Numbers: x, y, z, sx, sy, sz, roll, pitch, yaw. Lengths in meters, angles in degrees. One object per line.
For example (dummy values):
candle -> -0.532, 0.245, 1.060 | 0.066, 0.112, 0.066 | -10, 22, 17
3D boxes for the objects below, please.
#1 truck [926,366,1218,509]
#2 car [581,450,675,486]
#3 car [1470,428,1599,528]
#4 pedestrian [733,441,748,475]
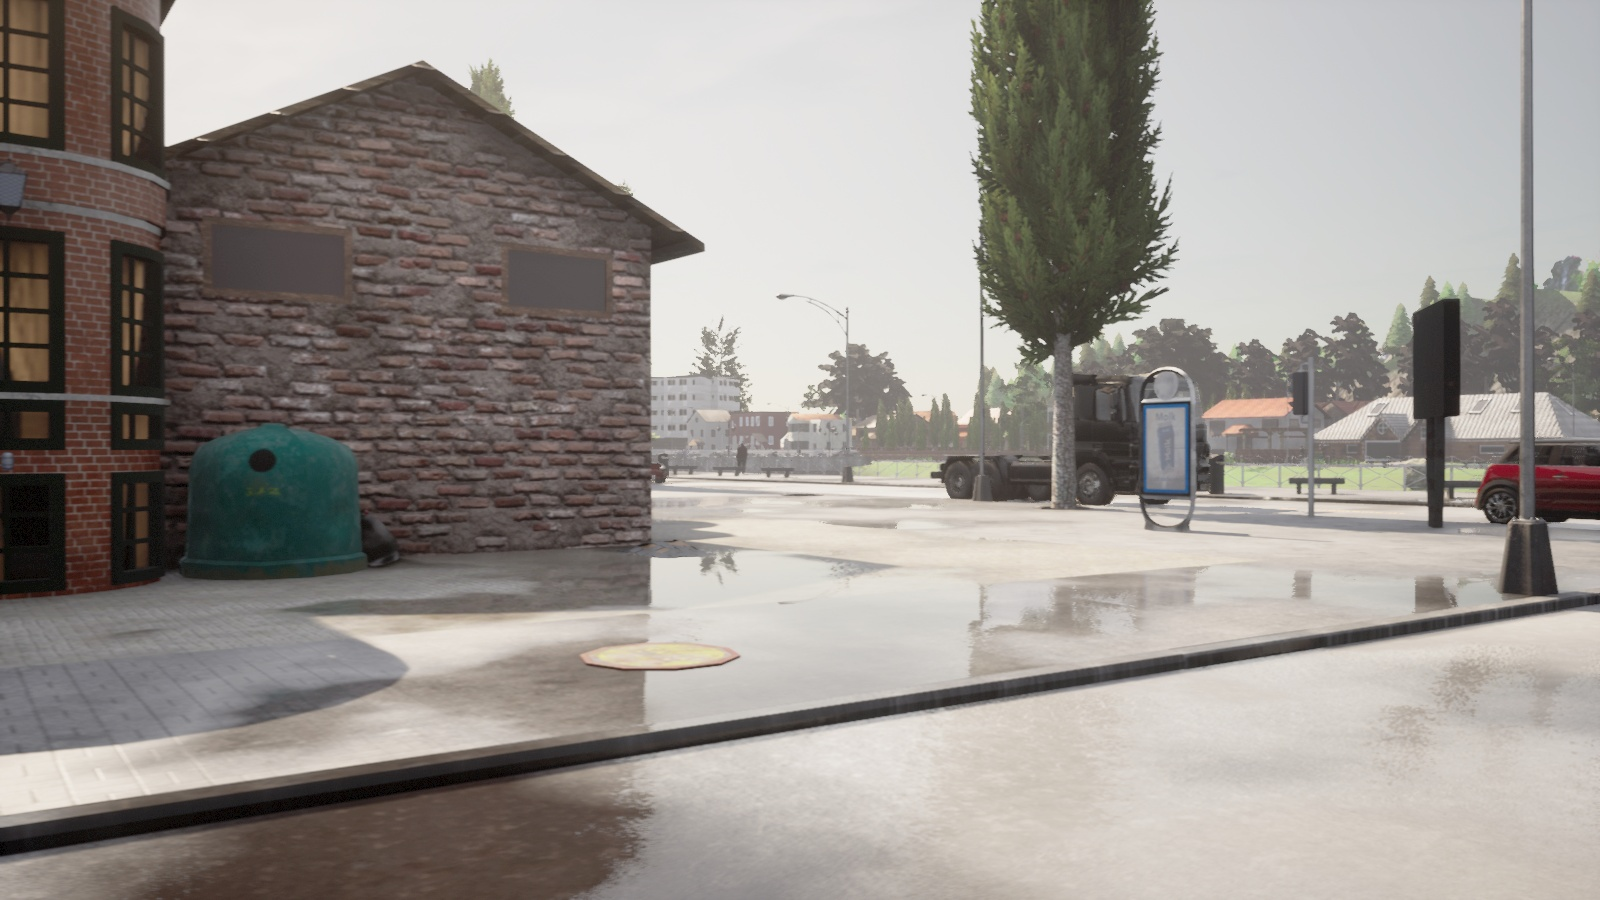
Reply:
truck -> 7.165, -0.300, 34.396 | 2.891, 3.462, 7.936 | 0, 0, -35
car -> -7.687, 0.765, 55.718 | 2.163, 1.488, 4.792 | 0, 0, -35
car -> 15.042, 0.495, 22.866 | 2.097, 1.767, 4.553 | 0, 0, -32
pedestrian -> -3.264, 0.439, 69.398 | 0.634, 1.844, 0.899 | 0, 0, -15
